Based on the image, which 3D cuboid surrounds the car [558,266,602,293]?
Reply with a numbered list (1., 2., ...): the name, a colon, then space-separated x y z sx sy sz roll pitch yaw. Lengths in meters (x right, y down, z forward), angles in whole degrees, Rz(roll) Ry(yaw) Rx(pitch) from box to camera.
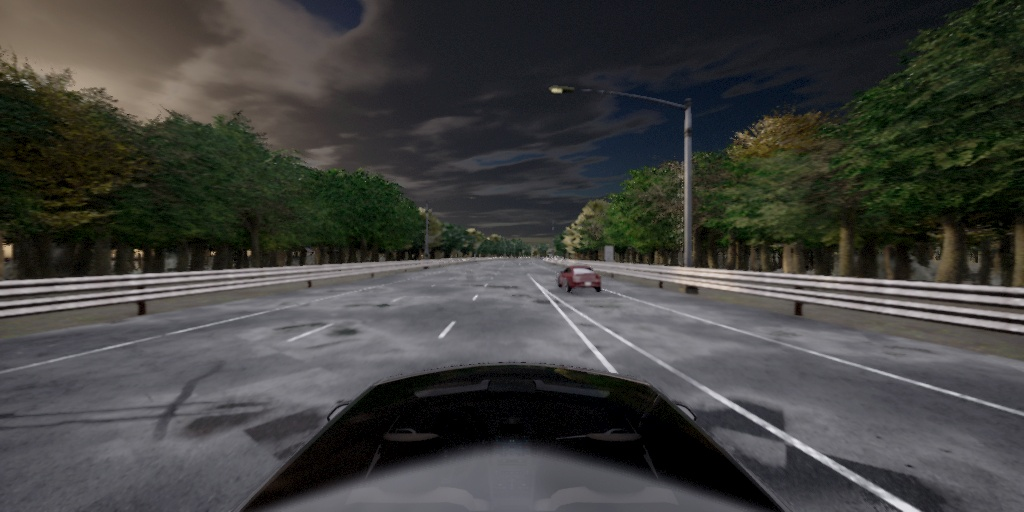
1. car: 3.825 1.270 20.698 1.812 1.442 4.674 0 0 -2
